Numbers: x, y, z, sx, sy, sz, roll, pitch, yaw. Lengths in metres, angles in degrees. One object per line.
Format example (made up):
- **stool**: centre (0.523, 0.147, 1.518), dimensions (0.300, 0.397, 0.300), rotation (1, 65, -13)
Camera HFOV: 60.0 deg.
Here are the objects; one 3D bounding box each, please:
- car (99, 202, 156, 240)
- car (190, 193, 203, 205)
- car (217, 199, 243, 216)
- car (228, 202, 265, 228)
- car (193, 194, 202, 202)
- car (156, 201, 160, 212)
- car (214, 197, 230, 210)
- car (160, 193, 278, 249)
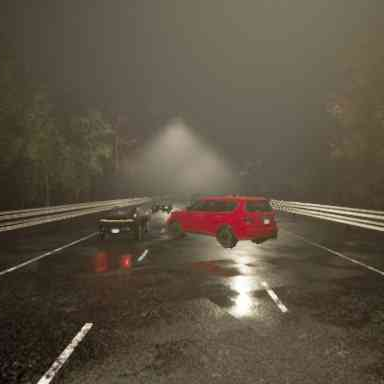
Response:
- **car**: centre (-3.329, 1.486, 17.009), dimensions (2.128, 1.511, 4.902), rotation (0, 0, 0)
- **car**: centre (0.884, 1.191, 60.032), dimensions (2.150, 2.045, 5.566), rotation (0, 0, 2)
- **car**: centre (3.761, 1.478, 33.862), dimensions (2.128, 1.511, 4.902), rotation (0, 0, 1)
- **car**: centre (3.618, 1.496, 22.907), dimensions (1.837, 1.490, 4.892), rotation (0, 0, 1)
- **car**: centre (1.297, 1.295, 74.903), dimensions (2.097, 1.767, 4.553), rotation (0, 0, 2)
- **car**: centre (-3.109, 1.586, 35.394), dimensions (1.895, 1.301, 4.718), rotation (0, 0, 1)
- **car**: centre (3.961, 1.458, 44.815), dimensions (1.882, 1.535, 5.008), rotation (0, 0, 1)
- **car**: centre (1.160, 1.219, 14.882), dimensions (2.150, 2.045, 5.566), rotation (0, 0, -40)
